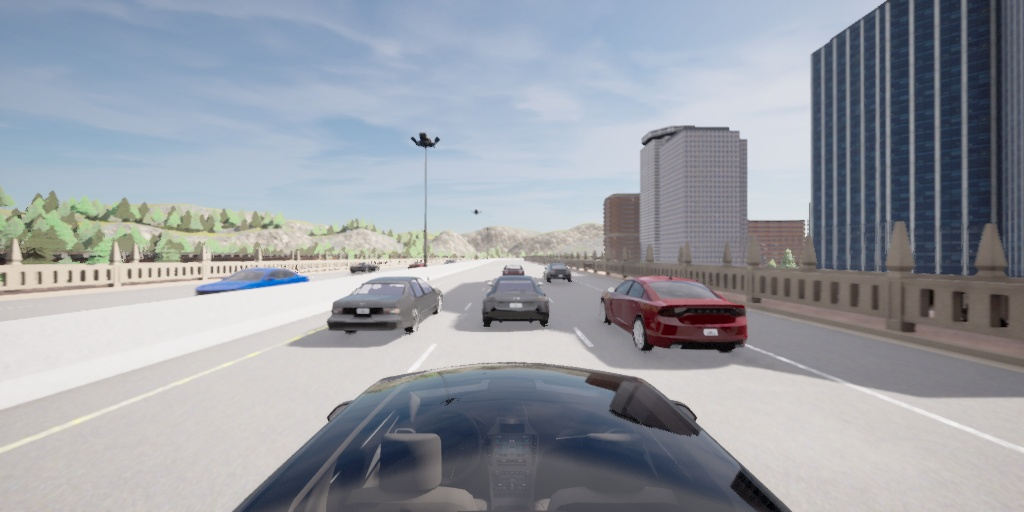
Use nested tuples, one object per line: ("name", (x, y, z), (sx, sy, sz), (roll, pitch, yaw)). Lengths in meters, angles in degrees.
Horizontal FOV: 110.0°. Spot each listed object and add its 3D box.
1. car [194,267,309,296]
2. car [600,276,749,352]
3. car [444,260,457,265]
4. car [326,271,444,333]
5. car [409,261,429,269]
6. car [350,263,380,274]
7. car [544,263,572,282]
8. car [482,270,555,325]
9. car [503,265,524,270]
("car", (-10.591, 1.239, 15.026), (1.882, 1.535, 5.008), (0, 0, 0))
("car", (3.605, 1.234, 8.980), (1.882, 1.535, 5.008), (0, 0, 0))
("car", (-10.470, 1.423, 61.684), (1.837, 1.490, 4.892), (0, 0, 0))
("car", (-3.396, 1.305, 10.683), (2.033, 1.411, 5.357), (0, 0, 0))
("car", (-13.996, 1.468, 53.830), (1.895, 1.301, 4.718), (0, 0, 1))
("car", (-17.535, 1.430, 42.806), (1.895, 1.301, 4.718), (0, 0, 1))
("car", (3.614, 1.315, 28.916), (1.812, 1.442, 4.674), (0, 0, 0))
("car", (0.107, 1.322, 11.809), (1.994, 1.385, 4.181), (0, 0, 0))
("car", (0.116, 1.397, 31.494), (1.895, 1.301, 4.718), (0, 0, 0))
